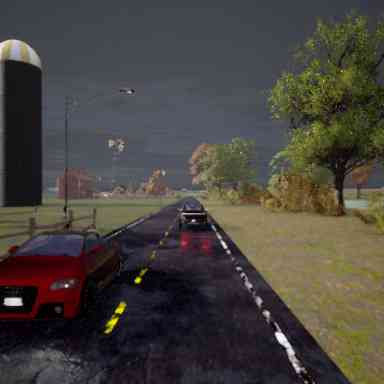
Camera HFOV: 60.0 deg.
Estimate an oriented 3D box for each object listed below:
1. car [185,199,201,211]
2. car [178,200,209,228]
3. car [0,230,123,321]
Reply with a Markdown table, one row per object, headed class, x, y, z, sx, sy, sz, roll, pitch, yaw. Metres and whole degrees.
| class | x | y | z | sx | sy | sz | roll | pitch | yaw |
| --- | --- | --- | --- | --- | --- | --- | --- | --- | --- |
| car | 0.104 | 1.675 | 42.618 | 1.994 | 1.385 | 4.181 | 0 | 0 | 0 |
| car | 0.098 | 1.522 | 22.254 | 2.128 | 1.511 | 4.902 | 0 | 0 | 0 |
| car | -2.835 | 1.567 | 7.286 | 1.994 | 1.385 | 4.181 | 0 | 0 | 0 |
